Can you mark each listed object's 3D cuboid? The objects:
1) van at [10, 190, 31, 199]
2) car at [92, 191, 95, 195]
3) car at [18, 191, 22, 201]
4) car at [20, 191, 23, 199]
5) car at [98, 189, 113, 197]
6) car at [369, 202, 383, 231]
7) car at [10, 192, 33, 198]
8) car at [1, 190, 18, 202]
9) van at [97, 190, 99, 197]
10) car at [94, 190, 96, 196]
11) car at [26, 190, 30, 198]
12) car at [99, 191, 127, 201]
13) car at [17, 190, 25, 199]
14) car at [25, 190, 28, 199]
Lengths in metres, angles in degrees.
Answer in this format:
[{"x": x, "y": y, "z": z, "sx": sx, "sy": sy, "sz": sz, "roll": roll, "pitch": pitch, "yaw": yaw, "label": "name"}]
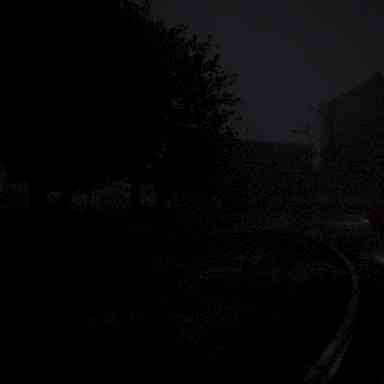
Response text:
[{"x": -41.950, "y": 0.581, "z": 81.451, "sx": 4.442, "sy": 1.987, "sz": 1.878, "roll": -1, "pitch": 1, "yaw": -19, "label": "van"}, {"x": -22.388, "y": 0.394, "z": 86.324, "sx": 5.566, "sy": 2.045, "sz": 2.435, "roll": -1, "pitch": 1, "yaw": -19, "label": "car"}, {"x": -35.751, "y": 1.116, "z": 63.176, "sx": 5.008, "sy": 1.535, "sz": 2.097, "roll": -1, "pitch": 1, "yaw": -19, "label": "car"}, {"x": -36.644, "y": 1.116, "z": 65.783, "sx": 4.674, "sy": 1.452, "sz": 2.002, "roll": -1, "pitch": 1, "yaw": -19, "label": "car"}, {"x": -16.941, "y": 0.795, "z": 70.562, "sx": 4.553, "sy": 1.767, "sz": 2.185, "roll": -1, "pitch": 1, "yaw": -19, "label": "car"}, {"x": 10.735, "y": 1.028, "z": 15.758, "sx": 2.150, "sy": 2.045, "sz": 5.566, "roll": 0, "pitch": 0, "yaw": -1, "label": "car"}, {"x": -42.967, "y": 0.762, "z": 84.021, "sx": 5.008, "sy": 1.535, "sz": 2.097, "roll": -1, "pitch": 1, "yaw": -19, "label": "car"}, {"x": -34.813, "y": 1.025, "z": 60.575, "sx": 4.553, "sy": 1.767, "sz": 2.185, "roll": -1, "pitch": 1, "yaw": -19, "label": "car"}, {"x": -18.031, "y": 0.657, "z": 73.261, "sx": 4.442, "sy": 1.987, "sz": 1.878, "roll": -1, "pitch": 1, "yaw": -19, "label": "van"}, {"x": -20.646, "y": 0.741, "z": 81.183, "sx": 5.008, "sy": 1.535, "sz": 2.097, "roll": -1, "pitch": 1, "yaw": -19, "label": "car"}, {"x": -40.284, "y": 0.650, "z": 76.193, "sx": 5.566, "sy": 2.045, "sz": 2.435, "roll": -1, "pitch": 1, "yaw": -19, "label": "car"}, {"x": -15.224, "y": 1.015, "z": 65.407, "sx": 4.792, "sy": 1.488, "sz": 2.163, "roll": -1, "pitch": 1, "yaw": -19, "label": "car"}, {"x": -37.520, "y": 0.910, "z": 68.395, "sx": 4.553, "sy": 1.767, "sz": 2.185, "roll": -1, "pitch": 1, "yaw": -19, "label": "car"}, {"x": -38.458, "y": 0.995, "z": 70.995, "sx": 4.892, "sy": 1.521, "sz": 2.231, "roll": -1, "pitch": 1, "yaw": -19, "label": "car"}]
